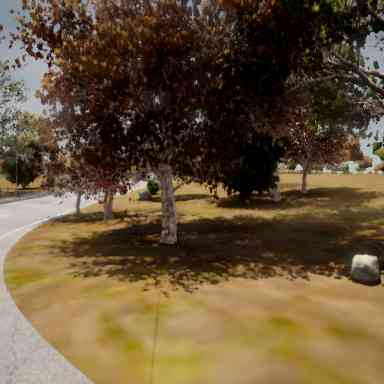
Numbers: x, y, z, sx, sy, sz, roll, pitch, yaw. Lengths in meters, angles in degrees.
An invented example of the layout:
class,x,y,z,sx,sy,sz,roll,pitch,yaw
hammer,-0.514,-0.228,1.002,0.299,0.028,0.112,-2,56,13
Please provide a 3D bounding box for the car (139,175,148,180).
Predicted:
class,x,y,z,sx,sy,sz,roll,pitch,yaw
car,-10.276,-3.249,72.078,1.994,1.385,4.181,0,5,4
